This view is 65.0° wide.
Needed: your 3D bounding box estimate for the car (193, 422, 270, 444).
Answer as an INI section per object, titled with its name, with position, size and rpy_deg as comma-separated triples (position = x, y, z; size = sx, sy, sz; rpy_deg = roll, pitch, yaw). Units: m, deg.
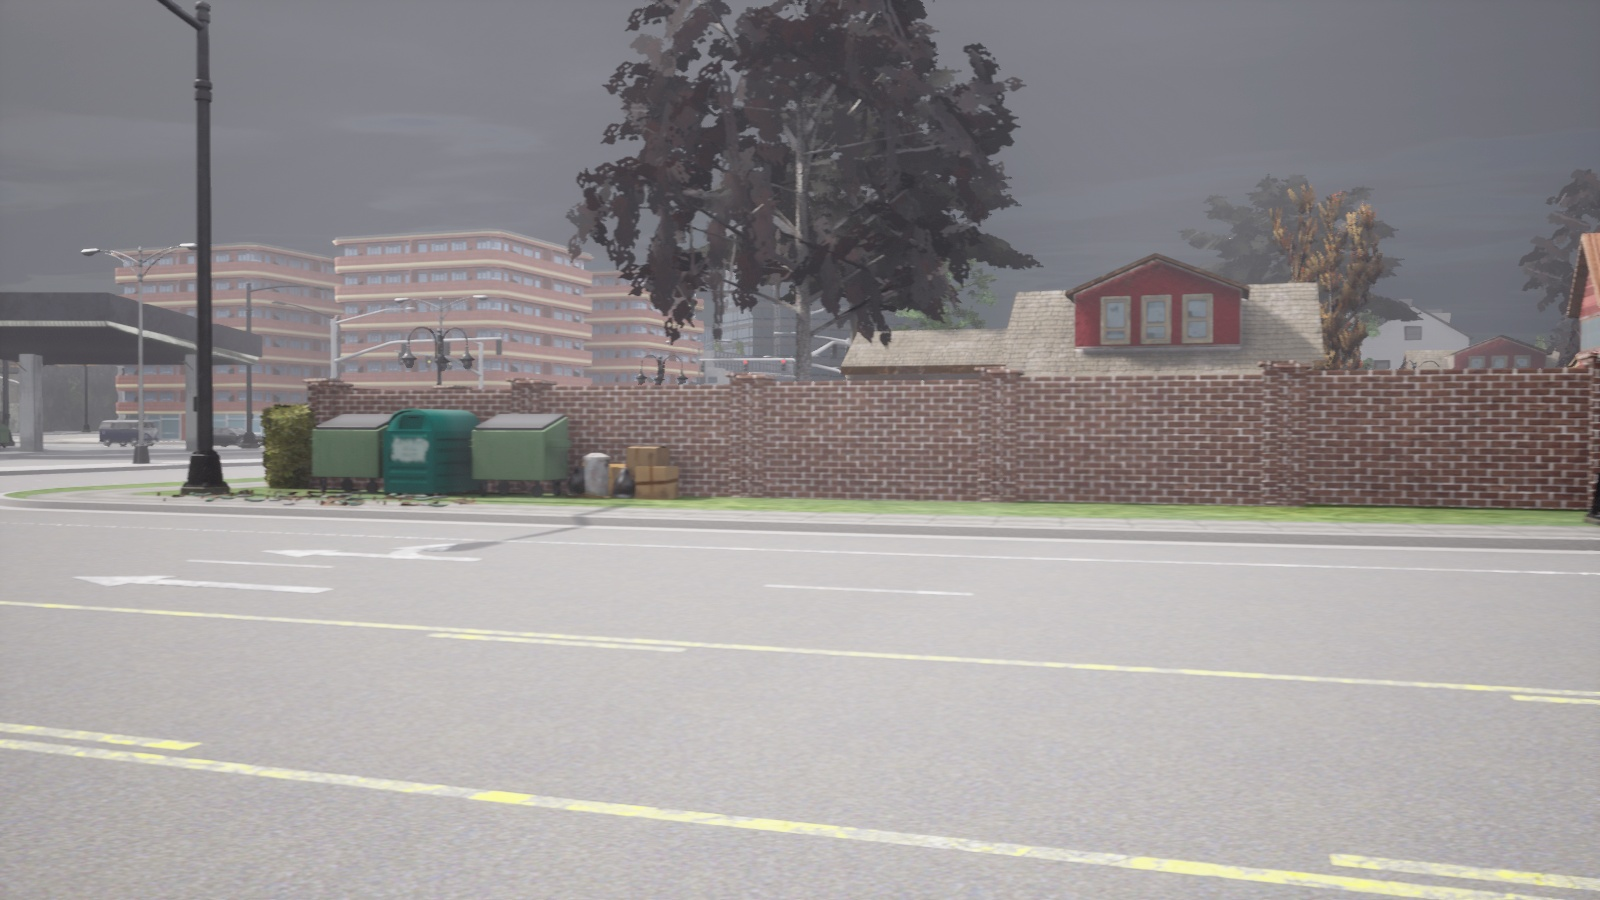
[car]
position = -40.830, -1.216, 90.189
size = 4.792, 1.488, 2.163
rpy_deg = 1, 1, 17
